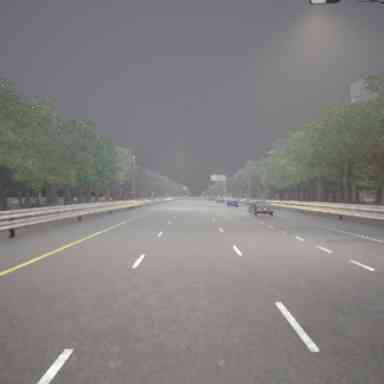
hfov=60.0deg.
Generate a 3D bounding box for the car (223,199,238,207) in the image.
[{"bbox_3d":[7.193,1.944,60.625,1.882,1.535,5.008,0,-1,0],"label":"car"}]

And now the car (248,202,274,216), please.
[{"bbox_3d":[7.059,1.715,34.436,2.033,1.411,5.357,0,-1,0],"label":"car"}]

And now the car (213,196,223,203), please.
[{"bbox_3d":[7.412,2.121,88.109,2.097,1.767,4.553,0,-1,1],"label":"car"}]
